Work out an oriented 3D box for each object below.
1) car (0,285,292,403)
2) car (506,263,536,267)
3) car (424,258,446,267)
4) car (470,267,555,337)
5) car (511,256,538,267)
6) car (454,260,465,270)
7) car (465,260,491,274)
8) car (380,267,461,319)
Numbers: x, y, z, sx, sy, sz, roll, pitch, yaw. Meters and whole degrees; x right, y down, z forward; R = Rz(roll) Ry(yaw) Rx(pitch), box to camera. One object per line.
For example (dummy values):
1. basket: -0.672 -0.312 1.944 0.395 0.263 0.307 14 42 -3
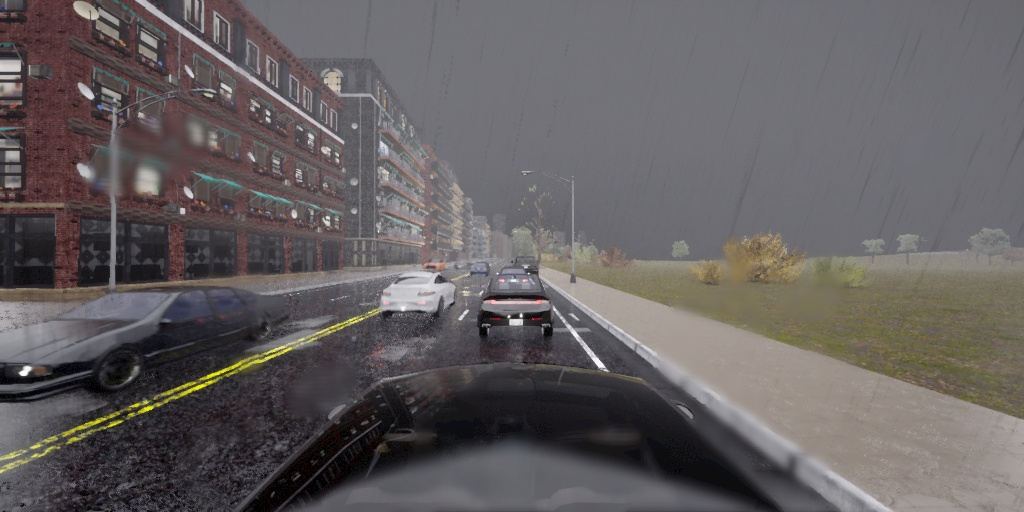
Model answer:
1. car: -6.608 1.298 6.892 2.033 1.411 5.357 0 0 0
2. car: 0.072 1.300 20.732 2.033 1.411 5.357 0 0 0
3. car: -9.924 1.105 46.164 2.097 1.767 4.553 0 0 0
4. car: 0.087 1.243 10.292 2.128 1.511 4.902 0 0 0
5. car: 1.088 0.979 30.944 2.150 2.045 5.566 0 0 0
6. car: -6.678 1.244 48.583 2.128 1.511 4.902 0 0 0
7. car: -3.210 1.301 36.964 2.033 1.411 5.357 0 0 0
8. car: -3.170 1.278 12.745 1.812 1.442 4.674 0 0 0
